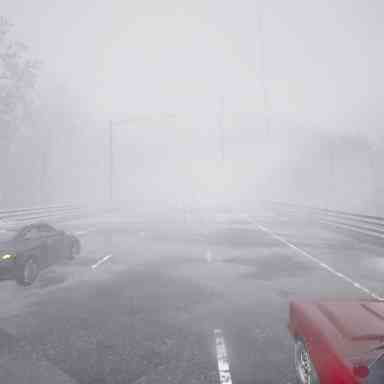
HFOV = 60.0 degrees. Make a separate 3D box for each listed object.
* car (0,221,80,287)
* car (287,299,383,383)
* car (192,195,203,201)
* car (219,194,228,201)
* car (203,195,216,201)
[{"bbox_3d":[-4.715,1.528,9.260,1.812,1.442,4.674,0,0,2],"label":"car"},{"bbox_3d":[2.094,1.601,2.170,1.895,1.301,4.718,0,0,1],"label":"car"},{"bbox_3d":[1.002,1.619,85.724,2.033,1.411,5.357,0,0,7],"label":"car"},{"bbox_3d":[8.097,1.435,86.087,2.097,1.767,4.553,0,0,7],"label":"car"},{"bbox_3d":[4.532,1.674,85.760,1.895,1.301,4.718,0,0,7],"label":"car"}]
